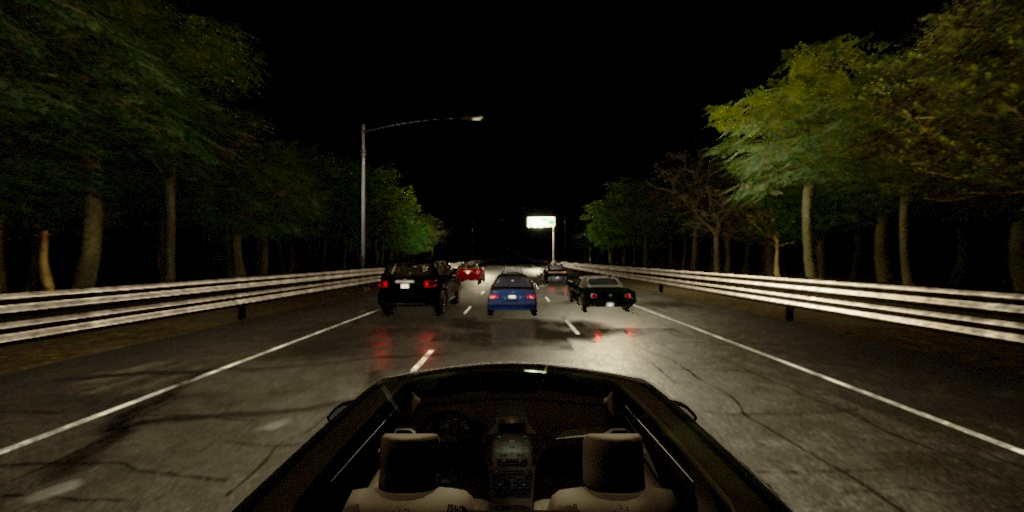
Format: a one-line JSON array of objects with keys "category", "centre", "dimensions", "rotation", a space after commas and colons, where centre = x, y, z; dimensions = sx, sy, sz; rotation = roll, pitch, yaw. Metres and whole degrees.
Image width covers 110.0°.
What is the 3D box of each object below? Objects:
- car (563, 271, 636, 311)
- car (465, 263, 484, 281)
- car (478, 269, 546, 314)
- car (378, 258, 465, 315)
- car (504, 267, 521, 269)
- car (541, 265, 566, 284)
[{"category": "car", "centre": [3.527, 1.475, 15.035], "dimensions": [1.895, 1.301, 4.718], "rotation": [0, -1, 0]}, {"category": "car", "centre": [-3.445, 1.346, 30.213], "dimensions": [2.097, 1.767, 4.553], "rotation": [0, 0, 0]}, {"category": "car", "centre": [0.020, 1.415, 14.307], "dimensions": [2.033, 1.411, 5.357], "rotation": [0, -1, 0]}, {"category": "car", "centre": [-3.479, 1.093, 14.376], "dimensions": [2.150, 2.045, 5.566], "rotation": [0, 0, 0]}, {"category": "car", "centre": [0.051, 1.595, 30.033], "dimensions": [1.895, 1.301, 4.718], "rotation": [0, 0, 0]}, {"category": "car", "centre": [3.555, 1.488, 30.281], "dimensions": [2.128, 1.511, 4.902], "rotation": [0, 0, 0]}]
